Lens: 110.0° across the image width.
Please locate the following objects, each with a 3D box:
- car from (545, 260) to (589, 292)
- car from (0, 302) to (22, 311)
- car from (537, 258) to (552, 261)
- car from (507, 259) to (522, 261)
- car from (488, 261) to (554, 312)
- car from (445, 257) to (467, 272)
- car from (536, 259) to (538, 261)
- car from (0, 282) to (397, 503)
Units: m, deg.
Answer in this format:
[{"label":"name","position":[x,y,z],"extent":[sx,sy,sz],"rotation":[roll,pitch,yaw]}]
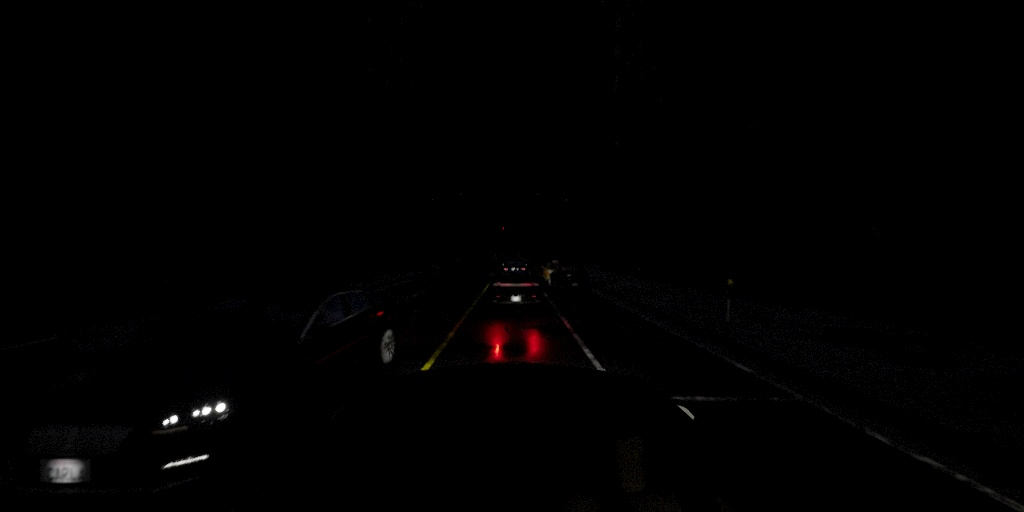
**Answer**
[{"label":"car","position":[2.940,1.078,18.967],"extent":[2.007,1.370,4.403],"rotation":[0,0,0]},{"label":"car","position":[-5.672,1.181,2.246],"extent":[1.967,1.591,4.097],"rotation":[0,0,0]},{"label":"car","position":[2.966,0.979,24.722],"extent":[1.751,1.417,4.829],"rotation":[0,0,0]},{"label":"car","position":[0.209,0.944,28.729],"extent":[2.033,1.411,5.357],"rotation":[0,1,0]},{"label":"car","position":[0.140,1.087,13.368],"extent":[2.128,1.511,4.902],"rotation":[0,0,0]},{"label":"car","position":[-5.531,0.846,35.758],"extent":[1.888,1.381,4.507],"rotation":[0,0,0]},{"label":"car","position":[2.990,0.945,30.138],"extent":[1.948,1.339,4.313],"rotation":[0,0,0]},{"label":"car","position":[-3.092,1.199,4.939],"extent":[2.128,1.511,4.902],"rotation":[0,1,0]}]
